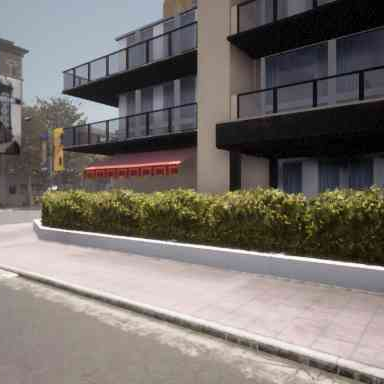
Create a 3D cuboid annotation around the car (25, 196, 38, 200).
[{"bbox_3d":[-34.532,1.481,68.325,4.892,1.521,2.231,0,0,37],"label":"car"}]
